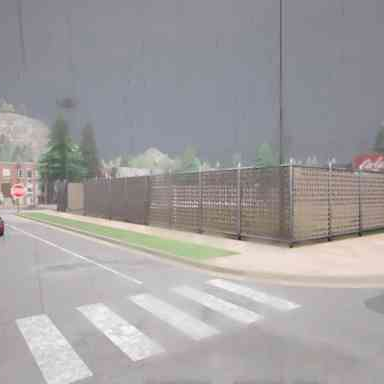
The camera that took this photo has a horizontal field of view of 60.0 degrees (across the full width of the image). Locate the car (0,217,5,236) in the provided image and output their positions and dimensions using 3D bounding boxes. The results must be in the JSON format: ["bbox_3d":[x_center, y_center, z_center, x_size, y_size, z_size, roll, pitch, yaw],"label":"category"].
[{"bbox_3d":[-11.226,1.558,17.599,1.994,1.385,4.181,0,0,-36],"label":"car"}]
